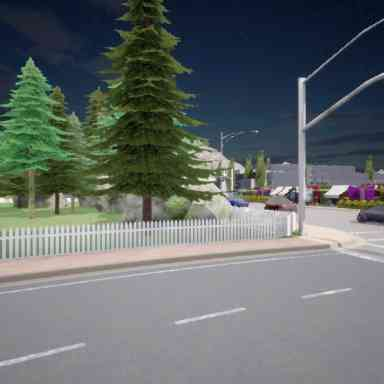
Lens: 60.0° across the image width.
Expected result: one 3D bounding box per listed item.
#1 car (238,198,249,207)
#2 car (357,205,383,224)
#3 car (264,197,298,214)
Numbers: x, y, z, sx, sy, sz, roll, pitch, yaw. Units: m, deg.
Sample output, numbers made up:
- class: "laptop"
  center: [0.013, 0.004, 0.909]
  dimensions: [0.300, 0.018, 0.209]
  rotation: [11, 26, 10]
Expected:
- class: "car"
  center: [6.410, 1.532, 47.301]
  dimensions: [1.882, 1.535, 5.008]
  rotation: [0, 0, -17]
- class: "car"
  center: [13.619, 1.618, 23.093]
  dimensions: [1.994, 1.385, 4.181]
  rotation: [0, 0, -17]
- class: "car"
  center: [9.713, 1.406, 36.170]
  dimensions: [2.097, 1.767, 4.553]
  rotation: [0, 0, -17]
